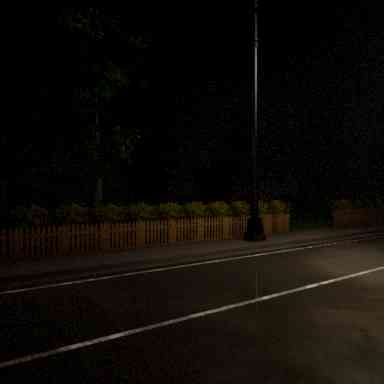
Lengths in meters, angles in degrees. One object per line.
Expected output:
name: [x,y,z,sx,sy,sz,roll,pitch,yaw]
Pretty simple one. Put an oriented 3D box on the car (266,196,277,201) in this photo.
car: [15.495,1.525,59.905,1.812,1.442,4.674,0,0,-35]
